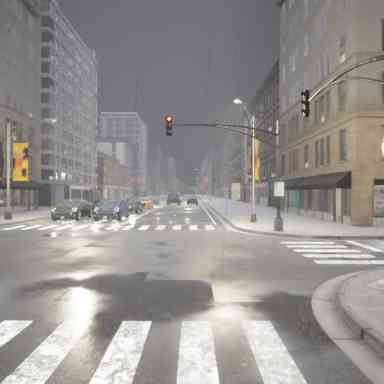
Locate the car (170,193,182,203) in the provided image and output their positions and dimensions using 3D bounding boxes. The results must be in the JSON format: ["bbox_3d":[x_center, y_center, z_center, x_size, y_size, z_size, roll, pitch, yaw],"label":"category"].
[{"bbox_3d":[-3.190,1.216,68.372,2.150,2.045,5.566,0,0,0],"label":"car"}]

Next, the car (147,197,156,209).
[{"bbox_3d":[-6.540,1.479,45.786,1.882,1.535,5.008,0,0,0],"label":"car"}]

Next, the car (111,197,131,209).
[{"bbox_3d":[-9.792,1.527,46.365,1.812,1.442,4.674,0,0,0],"label":"car"}]

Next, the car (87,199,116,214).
[{"bbox_3d":[-9.805,1.508,36.419,1.837,1.490,4.892,0,0,0],"label":"car"}]

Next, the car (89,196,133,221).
[{"bbox_3d":[-6.565,1.355,27.443,2.097,1.767,4.553,0,0,0],"label":"car"}]

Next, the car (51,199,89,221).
[{"bbox_3d":[-9.815,1.355,27.447,2.097,1.767,4.553,0,0,0],"label":"car"}]

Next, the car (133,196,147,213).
[{"bbox_3d":[-6.551,1.494,36.282,2.128,1.511,4.902,0,0,0],"label":"car"}]

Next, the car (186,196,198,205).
[{"bbox_3d":[0.051,1.502,57.920,1.837,1.490,4.892,0,0,0],"label":"car"}]

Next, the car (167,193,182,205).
[{"bbox_3d":[-3.199,1.219,57.953,2.150,2.045,5.566,0,0,0],"label":"car"}]

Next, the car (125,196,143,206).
[{"bbox_3d":[-9.760,1.489,56.663,2.128,1.511,4.902,0,0,1],"label":"car"}]

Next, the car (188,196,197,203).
[{"bbox_3d":[0.060,1.520,68.339,1.812,1.442,4.674,0,0,0],"label":"car"}]

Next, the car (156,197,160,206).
[{"bbox_3d":[-6.517,1.524,55.638,1.812,1.442,4.674,0,0,1],"label":"car"}]
